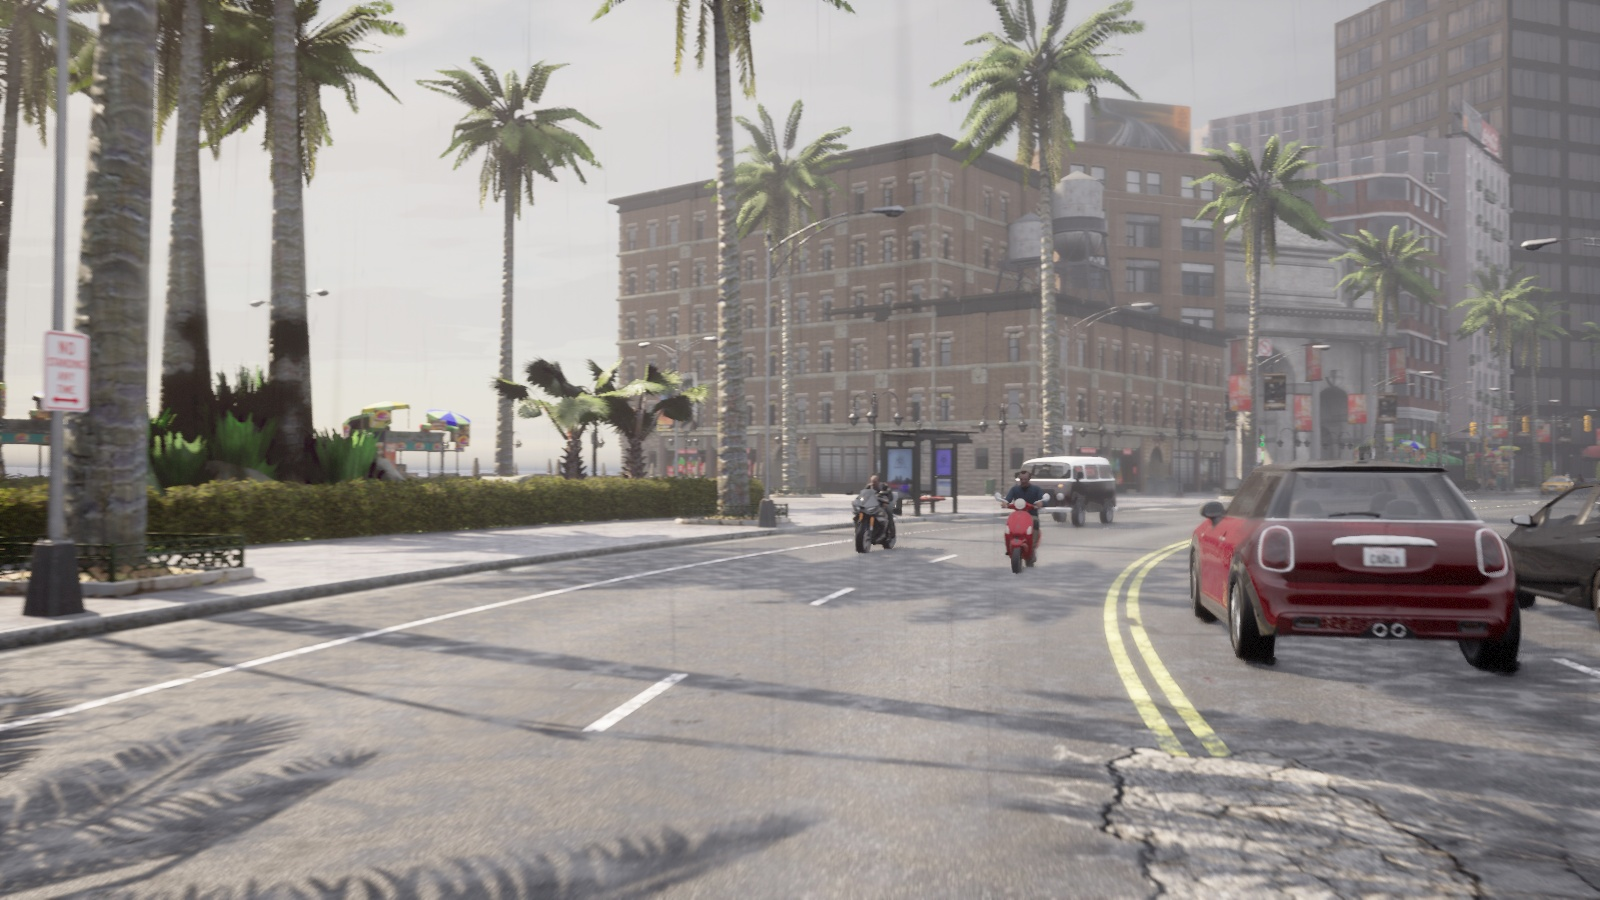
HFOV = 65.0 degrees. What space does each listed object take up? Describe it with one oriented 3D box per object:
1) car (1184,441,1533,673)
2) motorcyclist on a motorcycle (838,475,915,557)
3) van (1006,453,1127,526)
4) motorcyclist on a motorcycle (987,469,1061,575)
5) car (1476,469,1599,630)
[{"bbox_3d":[5.007,0.860,12.020,2.097,1.767,4.553,0,-1,11],"label":"car"},{"bbox_3d":[1.525,1.257,24.603,0.866,1.530,2.191,0,-1,22],"label":"motorcyclist on a motorcycle"},{"bbox_3d":[8.026,1.142,37.480,2.069,2.038,4.480,-1,-1,33],"label":"van"},{"bbox_3d":[3.566,1.090,19.863,0.866,1.590,1.817,0,-1,19],"label":"motorcyclist on a motorcycle"},{"bbox_3d":[8.894,0.957,13.234,2.007,1.525,4.514,0,-1,13],"label":"car"}]
